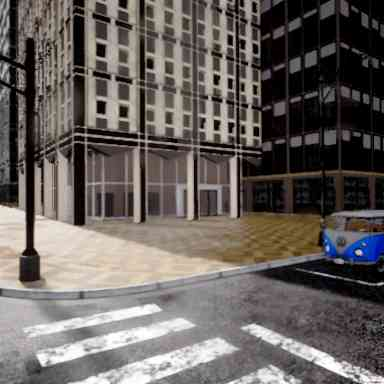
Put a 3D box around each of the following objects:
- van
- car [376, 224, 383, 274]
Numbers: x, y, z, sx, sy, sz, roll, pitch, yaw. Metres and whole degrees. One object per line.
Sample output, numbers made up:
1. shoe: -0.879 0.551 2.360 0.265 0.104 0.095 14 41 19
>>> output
1. van: 5.927 1.479 10.788 3.998 1.788 1.690 0 -1 -35
2. car: 6.849 1.568 8.249 5.008 1.535 1.882 0 -1 -35
